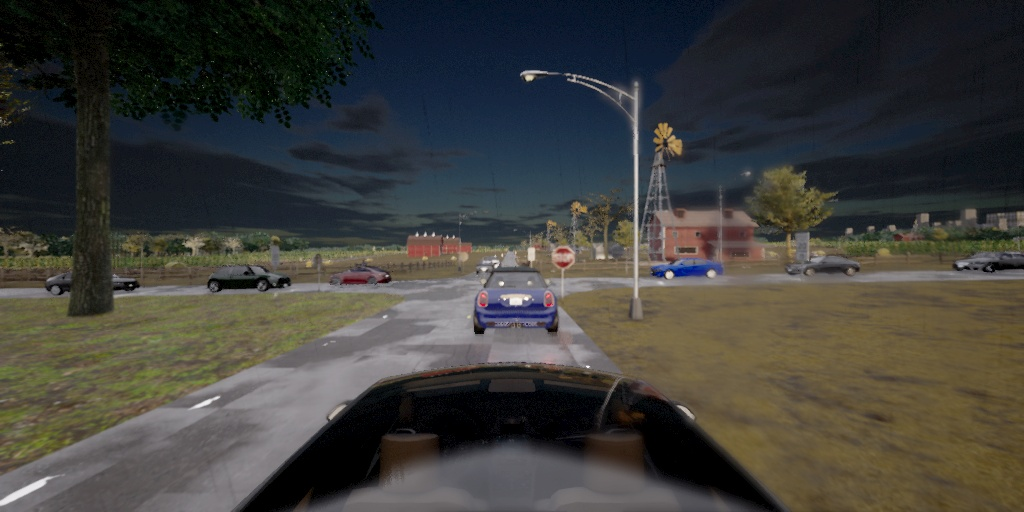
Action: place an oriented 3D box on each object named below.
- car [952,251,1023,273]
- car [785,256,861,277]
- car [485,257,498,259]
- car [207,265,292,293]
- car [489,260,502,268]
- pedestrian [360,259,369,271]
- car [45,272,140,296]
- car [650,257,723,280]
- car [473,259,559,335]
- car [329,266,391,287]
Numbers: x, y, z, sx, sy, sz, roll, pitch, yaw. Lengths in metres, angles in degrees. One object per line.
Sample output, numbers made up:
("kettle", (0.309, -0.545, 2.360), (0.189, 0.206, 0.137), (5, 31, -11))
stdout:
("car", (35.177, 0.431, 26.102), (4.902, 1.511, 2.128), (-1, 1, 1))
("car", (22.642, 0.722, 26.185), (4.674, 1.442, 1.812), (-1, 1, 1))
("car", (-2.840, 1.196, 38.934), (2.128, 1.511, 4.902), (0, 0, 0))
("car", (-17.049, 1.376, 23.448), (4.553, 1.767, 2.097), (-1, 1, 0))
("car", (-2.764, 1.355, 62.133), (2.033, 1.411, 5.357), (0, 0, 0))
("pedestrian", (-12.153, 1.132, 29.393), (0.375, 1.860, 0.375), (0, 2, 0))
("car", (-27.409, 1.719, 23.506), (4.892, 1.490, 1.837), (-1, 1, 0))
("car", (12.658, 0.875, 26.180), (5.008, 1.535, 1.882), (-1, 1, -1))
("car", (0.098, 1.079, 10.583), (2.097, 1.767, 4.553), (0, 0, 0))
("car", (-10.934, 1.425, 25.898), (4.181, 1.385, 1.994), (-1, 1, 8))
